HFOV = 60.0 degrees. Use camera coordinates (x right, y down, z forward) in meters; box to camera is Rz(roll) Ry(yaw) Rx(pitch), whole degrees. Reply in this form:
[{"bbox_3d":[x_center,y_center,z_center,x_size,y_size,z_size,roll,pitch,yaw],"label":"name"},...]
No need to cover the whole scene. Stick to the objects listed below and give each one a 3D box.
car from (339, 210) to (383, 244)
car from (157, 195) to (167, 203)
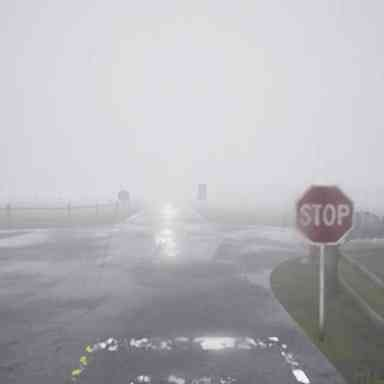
[{"bbox_3d":[7.803,1.580,15.659,4.674,1.442,1.812,0,1,-7],"label":"car"},{"bbox_3d":[-5.988,1.430,66.957,1.812,1.442,4.674,0,0,-5],"label":"car"}]
